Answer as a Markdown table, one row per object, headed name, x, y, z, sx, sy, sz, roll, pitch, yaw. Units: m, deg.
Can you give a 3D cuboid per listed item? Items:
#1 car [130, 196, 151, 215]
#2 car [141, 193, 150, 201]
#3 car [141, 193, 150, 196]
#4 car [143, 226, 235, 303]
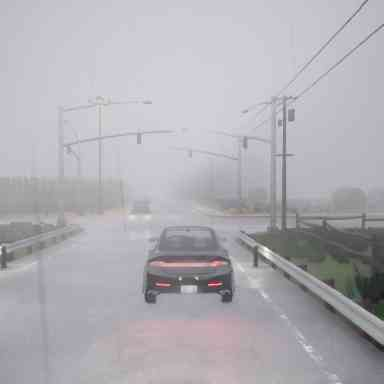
| name | x | y | z | sx | sy | sz | roll | pitch | yaw |
| --- | --- | --- | --- | --- | --- | --- | --- | --- | --- |
| car | -5.462 | 1.542 | 35.577 | 1.837 | 1.490 | 4.892 | 0 | 1 | -7 |
| car | -9.594 | 0.954 | 69.075 | 1.812 | 1.442 | 4.674 | 0 | 1 | -7 |
| car | -7.706 | 1.279 | 53.682 | 1.994 | 1.385 | 4.181 | 0 | 1 | -7 |
| car | -0.098 | 1.613 | 8.444 | 2.128 | 1.511 | 4.902 | 0 | -2 | -1 |
